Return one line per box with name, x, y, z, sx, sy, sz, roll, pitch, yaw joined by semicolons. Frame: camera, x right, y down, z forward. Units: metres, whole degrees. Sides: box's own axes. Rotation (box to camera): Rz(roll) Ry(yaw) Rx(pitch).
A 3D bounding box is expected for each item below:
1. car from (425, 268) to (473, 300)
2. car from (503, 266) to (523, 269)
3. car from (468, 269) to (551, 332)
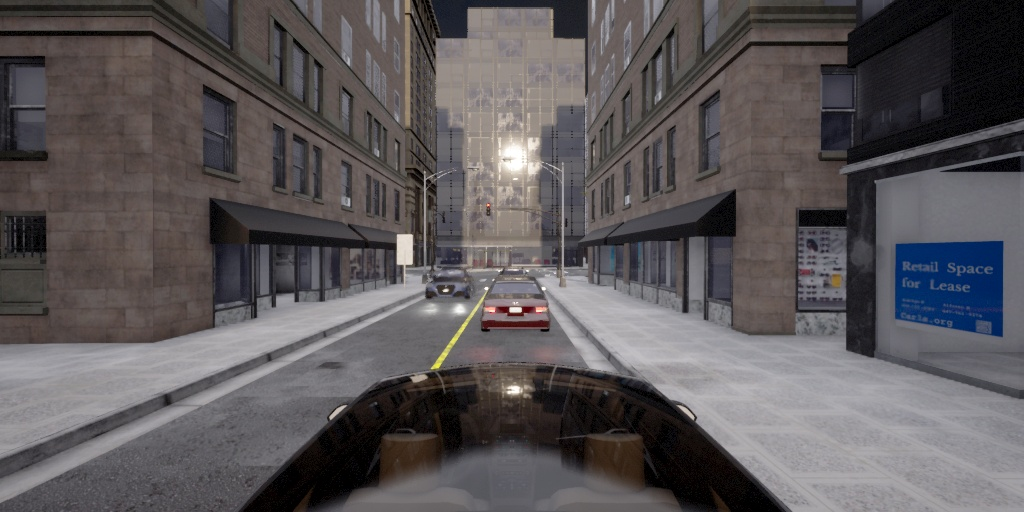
car;-2.873;1.303;17.476;1.994;1.385;4.181;0;0;0
car;0.085;1.300;21.478;1.994;1.385;4.181;0;0;0
car;0.094;1.293;10.812;2.033;1.411;5.357;0;0;0
